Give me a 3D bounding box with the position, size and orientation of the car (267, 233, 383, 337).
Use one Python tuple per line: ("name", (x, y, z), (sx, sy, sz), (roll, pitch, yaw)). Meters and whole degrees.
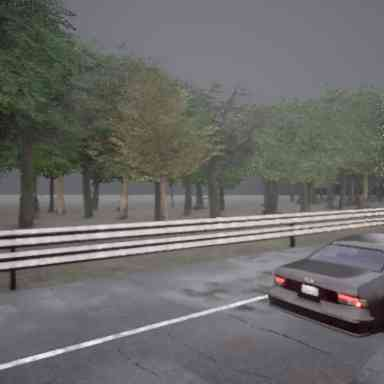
("car", (3.856, 1.545, 6.535), (5.357, 1.411, 2.033), (0, 0, -35))
